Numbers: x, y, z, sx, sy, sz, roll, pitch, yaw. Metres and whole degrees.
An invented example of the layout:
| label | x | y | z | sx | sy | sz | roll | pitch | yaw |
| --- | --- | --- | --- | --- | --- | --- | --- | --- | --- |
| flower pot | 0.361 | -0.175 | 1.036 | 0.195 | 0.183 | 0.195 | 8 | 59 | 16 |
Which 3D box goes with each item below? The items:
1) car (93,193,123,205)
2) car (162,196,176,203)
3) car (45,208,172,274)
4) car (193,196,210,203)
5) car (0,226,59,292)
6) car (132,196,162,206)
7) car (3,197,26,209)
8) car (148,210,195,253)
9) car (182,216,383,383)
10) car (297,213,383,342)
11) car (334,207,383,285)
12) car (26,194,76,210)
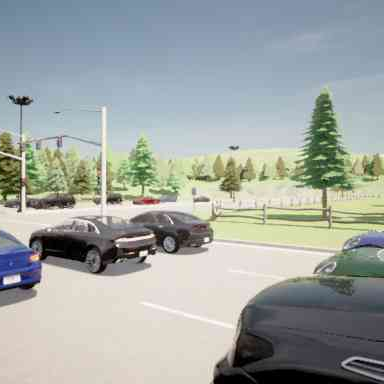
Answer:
| label | x | y | z | sx | sy | sz | roll | pitch | yaw |
| --- | --- | --- | --- | --- | --- | --- | --- | --- | --- |
| car | -14.575 | 1.222 | 57.998 | 2.150 | 2.045 | 5.566 | 0 | 0 | 35 |
| car | -5.535 | 1.539 | 70.854 | 2.033 | 1.411 | 5.357 | 0 | 0 | 35 |
| car | -3.305 | 1.491 | 10.628 | 4.902 | 1.511 | 2.128 | 0 | 0 | 36 |
| car | 2.026 | 1.562 | 69.431 | 1.994 | 1.385 | 4.181 | 0 | 0 | 35 |
| car | -5.347 | 1.526 | 7.788 | 4.674 | 1.442 | 1.812 | 0 | 0 | 36 |
| car | -7.780 | 1.477 | 55.513 | 1.882 | 1.535 | 5.008 | 0 | 0 | 35 |
| car | -23.195 | 1.504 | 45.606 | 1.837 | 1.490 | 4.892 | 0 | 0 | 35 |
| car | -1.430 | 1.505 | 13.590 | 4.892 | 1.490 | 1.837 | 0 | 0 | 36 |
| car | 2.839 | 1.216 | 1.968 | 5.566 | 2.045 | 2.150 | -1 | -1 | 35 |
| car | 4.266 | 1.352 | 5.248 | 4.553 | 1.767 | 2.097 | 0 | 0 | 36 |
| car | 6.155 | 1.353 | 8.200 | 4.553 | 1.767 | 2.097 | 0 | 0 | 35 |
| car | -17.303 | 1.222 | 41.821 | 2.150 | 2.045 | 5.566 | 0 | 0 | 35 |
